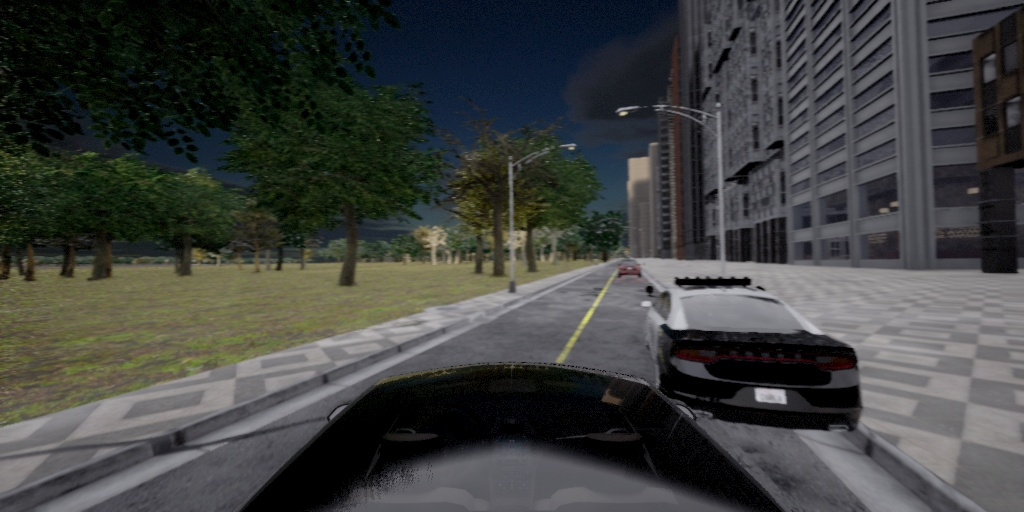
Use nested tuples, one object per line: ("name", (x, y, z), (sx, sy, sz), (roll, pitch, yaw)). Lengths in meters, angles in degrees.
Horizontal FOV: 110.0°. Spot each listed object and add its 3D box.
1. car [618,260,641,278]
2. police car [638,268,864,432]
("car", (11.331, 1.128, 34.616), (2.097, 1.767, 4.553), (-1, 0, 18))
("police car", (3.265, 1.148, 5.924), (1.930, 1.638, 5.238), (-1, -1, 18))
